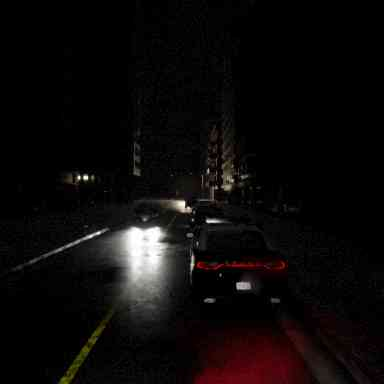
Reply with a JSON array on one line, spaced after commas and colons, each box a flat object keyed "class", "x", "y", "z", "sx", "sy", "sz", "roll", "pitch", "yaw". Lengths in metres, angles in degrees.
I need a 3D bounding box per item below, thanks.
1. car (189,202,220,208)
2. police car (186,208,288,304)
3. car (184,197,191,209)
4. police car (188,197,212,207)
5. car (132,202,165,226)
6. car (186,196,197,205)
[{"class": "car", "x": 0.884, "y": 1.513, "z": 18.250, "sx": 1.837, "sy": 1.490, "sz": 4.892, "roll": 0, "pitch": 0, "yaw": 0}, {"class": "police car", "x": 0.892, "y": 1.427, "z": 8.359, "sx": 1.930, "sy": 1.638, "sz": 5.238, "roll": 0, "pitch": 0, "yaw": 0}, {"class": "car", "x": -0.030, "y": 1.547, "z": 46.229, "sx": 1.837, "sy": 1.490, "sz": 4.892, "roll": 0, "pitch": 0, "yaw": 0}, {"class": "police car", "x": 0.878, "y": 1.439, "z": 24.360, "sx": 1.930, "sy": 1.638, "sz": 5.238, "roll": 0, "pitch": 0, "yaw": 0}, {"class": "car", "x": -3.022, "y": 1.504, "z": 23.797, "sx": 2.128, "sy": 1.511, "sz": 4.902, "roll": 0, "pitch": 0, "yaw": 0}, {"class": "car", "x": -0.053, "y": 1.554, "z": 59.832, "sx": 1.882, "sy": 1.535, "sz": 5.008, "roll": 0, "pitch": 0, "yaw": 0}]
